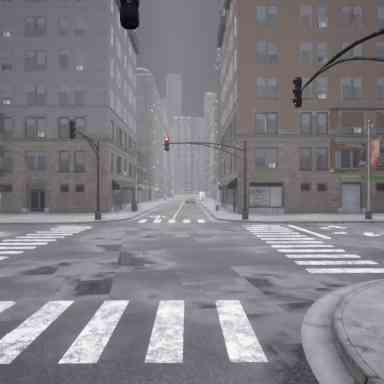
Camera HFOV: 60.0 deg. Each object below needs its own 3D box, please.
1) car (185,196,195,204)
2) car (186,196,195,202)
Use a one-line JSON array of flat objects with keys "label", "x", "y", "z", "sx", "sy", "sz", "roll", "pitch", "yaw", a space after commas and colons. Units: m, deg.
[{"label": "car", "x": -0.313, "y": 1.650, "z": 63.756, "sx": 1.895, "sy": 1.301, "sz": 4.718, "roll": 0, "pitch": 0, "yaw": 0}, {"label": "car", "x": -0.383, "y": 1.484, "z": 73.761, "sx": 1.895, "sy": 1.301, "sz": 4.718, "roll": 0, "pitch": 0, "yaw": 0}]
